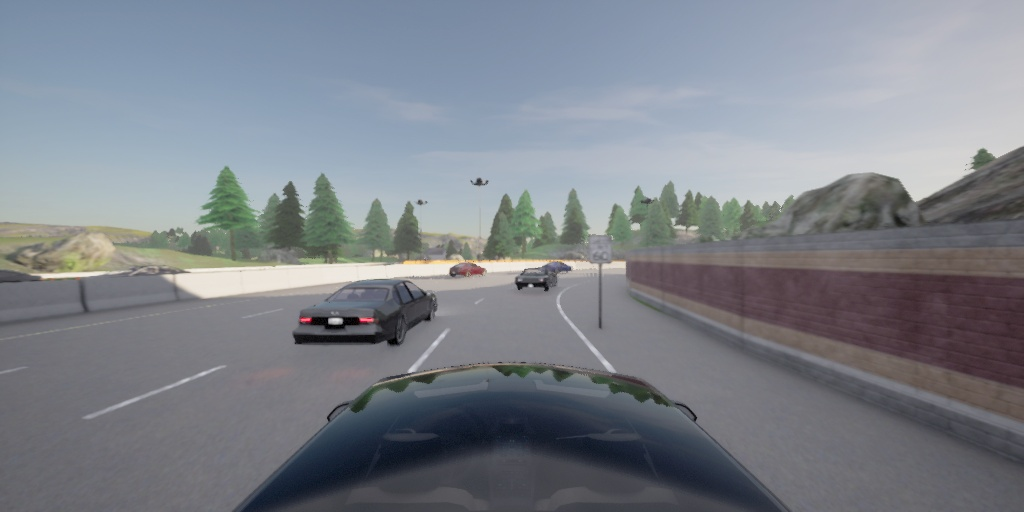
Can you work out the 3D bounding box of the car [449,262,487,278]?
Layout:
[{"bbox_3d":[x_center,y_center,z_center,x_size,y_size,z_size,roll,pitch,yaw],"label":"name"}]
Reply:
[{"bbox_3d":[-4.268,1.326,34.848,1.812,1.442,4.674,0,0,28],"label":"car"}]

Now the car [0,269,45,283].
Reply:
[{"bbox_3d":[-24.202,1.289,15.949,1.812,1.442,4.674,0,0,3],"label":"car"}]

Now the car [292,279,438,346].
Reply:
[{"bbox_3d":[-3.371,1.309,9.422,2.033,1.411,5.357,0,0,1],"label":"car"}]

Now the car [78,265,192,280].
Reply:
[{"bbox_3d":[-20.337,1.263,19.607,2.128,1.511,4.902,0,0,8],"label":"car"}]

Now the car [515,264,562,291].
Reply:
[{"bbox_3d":[1.678,1.386,22.355,1.895,1.301,4.718,0,0,16],"label":"car"}]

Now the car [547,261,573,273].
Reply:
[{"bbox_3d":[5.384,1.338,42.340,1.812,1.442,4.674,-1,0,43],"label":"car"}]
